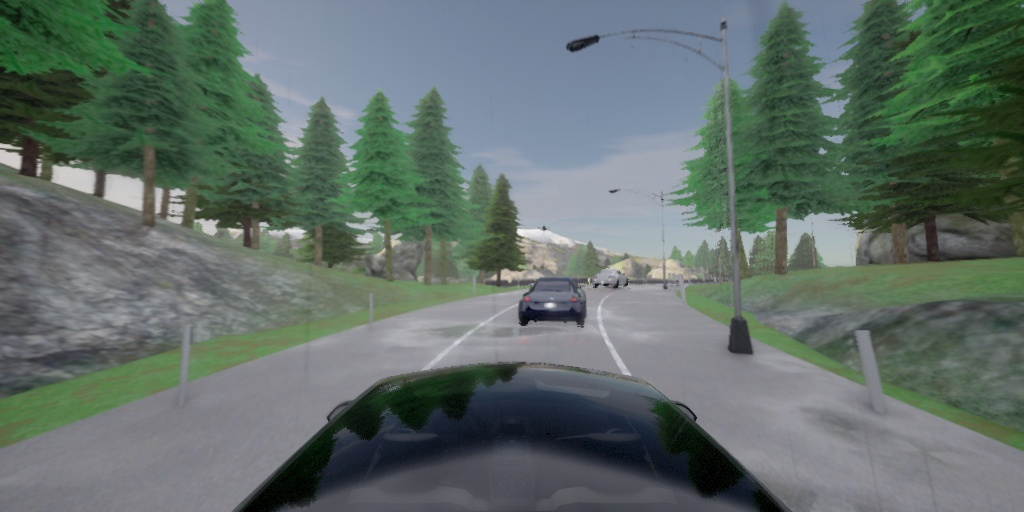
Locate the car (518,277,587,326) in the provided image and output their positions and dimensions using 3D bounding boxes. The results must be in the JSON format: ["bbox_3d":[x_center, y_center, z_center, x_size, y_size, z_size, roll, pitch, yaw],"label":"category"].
[{"bbox_3d":[1.460,1.374,11.934,1.994,1.385,4.181,-1,-1,11],"label":"car"}]

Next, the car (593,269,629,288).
[{"bbox_3d":[7.782,1.758,28.172,1.812,1.442,4.674,-3,-3,30],"label":"car"}]
